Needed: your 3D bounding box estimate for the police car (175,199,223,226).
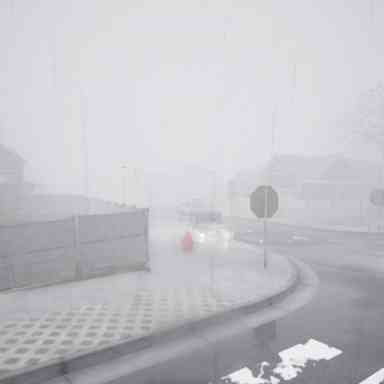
[{"bbox_3d":[0.394,1.256,22.140,1.930,1.638,5.238,1,0,-22],"label":"police car"}]
